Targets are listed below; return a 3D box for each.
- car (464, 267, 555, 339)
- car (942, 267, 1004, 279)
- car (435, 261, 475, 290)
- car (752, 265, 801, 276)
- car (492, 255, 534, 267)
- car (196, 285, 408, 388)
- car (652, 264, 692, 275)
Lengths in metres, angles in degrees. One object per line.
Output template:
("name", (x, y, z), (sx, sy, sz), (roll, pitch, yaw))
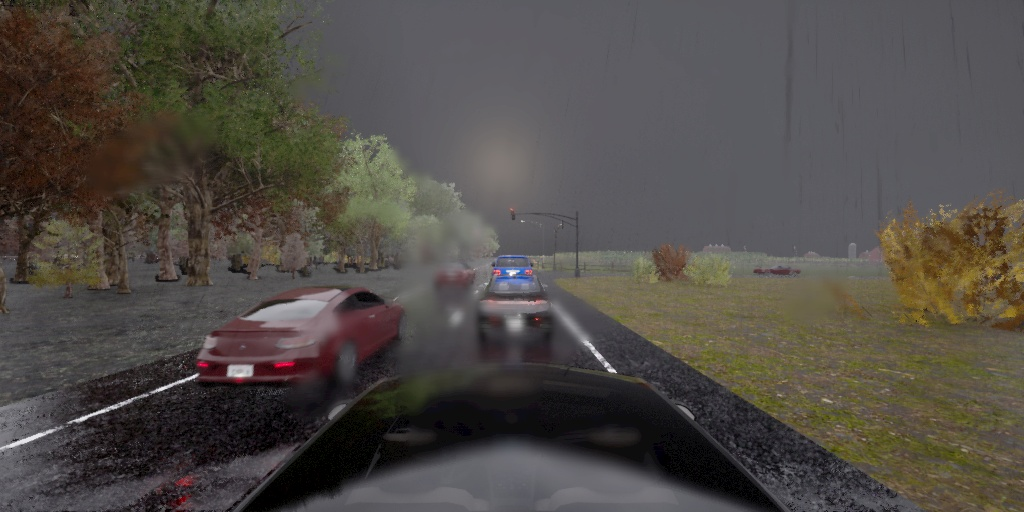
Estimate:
("car", (0.073, 1.244, 10.128), (2.128, 1.511, 4.902), (0, 0, 0))
("car", (51.210, 1.835, 39.663), (4.674, 1.442, 1.812), (1, -1, 1))
("car", (-3.477, 1.108, 22.819), (2.097, 1.767, 4.553), (0, 0, 0))
("car", (31.883, 1.760, 43.311), (4.718, 1.301, 1.895), (1, -1, 0))
("car", (0.037, 0.977, 20.045), (2.150, 2.045, 5.566), (0, 0, 0))
("car", (-3.420, 1.277, 6.804), (1.812, 1.442, 4.674), (0, 0, 0))
("car", (19.235, 1.525, 43.325), (4.892, 1.490, 1.837), (1, -1, 0))
